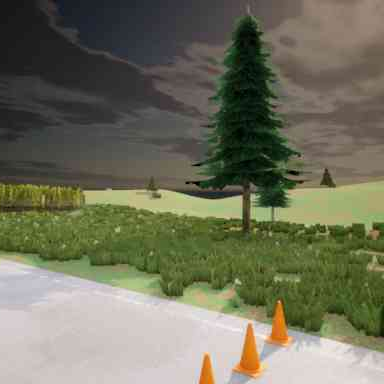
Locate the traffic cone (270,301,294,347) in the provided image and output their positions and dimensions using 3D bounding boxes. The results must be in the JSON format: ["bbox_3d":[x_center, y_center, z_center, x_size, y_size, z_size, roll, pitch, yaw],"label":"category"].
[{"bbox_3d":[1.324,1.955,5.047,0.340,0.580,0.340,0,0,36],"label":"traffic cone"}]

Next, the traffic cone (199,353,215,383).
[{"bbox_3d":[0.154,1.955,3.424,0.340,0.580,0.340,0,0,36],"label":"traffic cone"}]

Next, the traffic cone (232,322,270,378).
[{"bbox_3d":[0.739,1.955,4.235,0.340,0.580,0.340,0,0,36],"label":"traffic cone"}]
